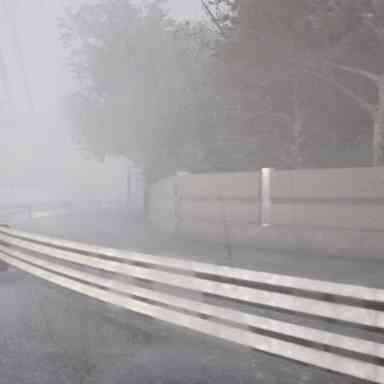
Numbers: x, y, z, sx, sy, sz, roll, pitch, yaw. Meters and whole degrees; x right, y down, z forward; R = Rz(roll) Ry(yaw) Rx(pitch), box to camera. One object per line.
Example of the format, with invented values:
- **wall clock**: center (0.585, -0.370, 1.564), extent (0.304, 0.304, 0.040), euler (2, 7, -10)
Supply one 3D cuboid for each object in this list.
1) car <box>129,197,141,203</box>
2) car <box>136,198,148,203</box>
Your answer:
- **car**: center (-14.352, 2.001, 81.132), extent (1.882, 1.535, 5.008), euler (0, -1, 4)
- **car**: center (-13.668, 2.310, 91.420), extent (2.128, 1.511, 4.902), euler (0, -1, 4)
